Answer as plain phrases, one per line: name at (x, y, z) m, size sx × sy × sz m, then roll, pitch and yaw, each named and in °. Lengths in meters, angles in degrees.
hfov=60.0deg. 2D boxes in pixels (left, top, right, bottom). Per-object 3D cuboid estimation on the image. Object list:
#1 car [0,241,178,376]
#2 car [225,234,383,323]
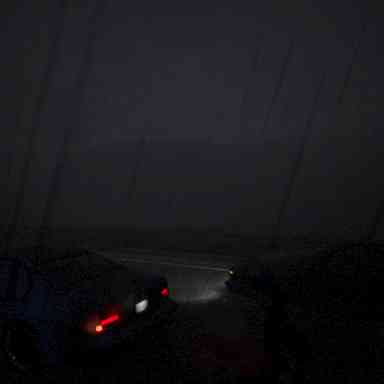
car at (-2.896, 1.552, 5.448) m, size 5.357 × 1.411 × 2.033 m, roll -1°, pitch 0°, yaw 26°
car at (3.293, 1.482, 5.841) m, size 5.357 × 1.411 × 2.033 m, roll -1°, pitch 0°, yaw 34°
